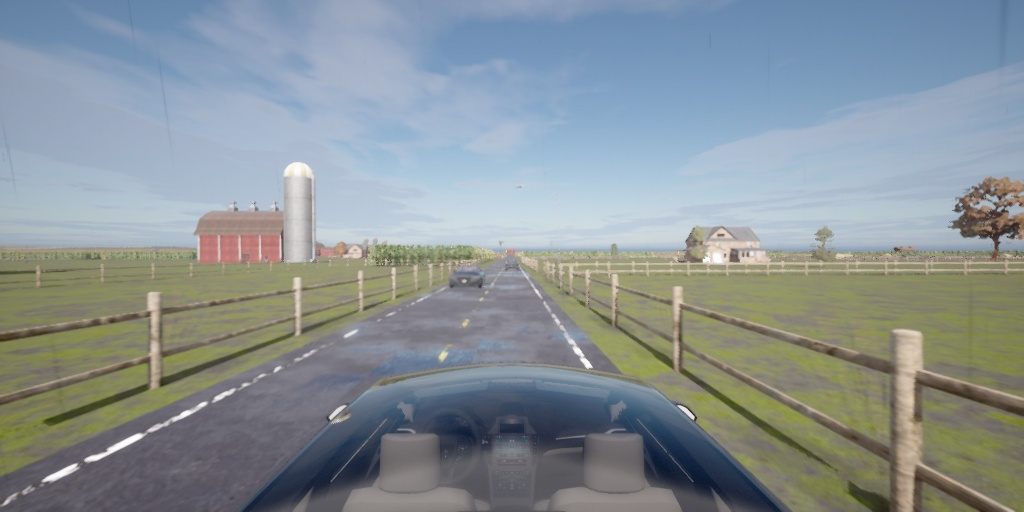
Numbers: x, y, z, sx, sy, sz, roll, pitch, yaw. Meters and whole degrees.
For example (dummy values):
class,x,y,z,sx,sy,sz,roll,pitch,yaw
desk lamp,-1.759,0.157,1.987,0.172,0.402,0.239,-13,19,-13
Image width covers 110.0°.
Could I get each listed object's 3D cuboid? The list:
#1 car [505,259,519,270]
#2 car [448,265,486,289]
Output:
class,x,y,z,sx,sy,sz,roll,pitch,yaw
car,0.007,1.163,49.283,2.128,1.511,4.902,0,0,0
car,-2.773,1.285,23.037,1.994,1.385,4.181,0,0,1
